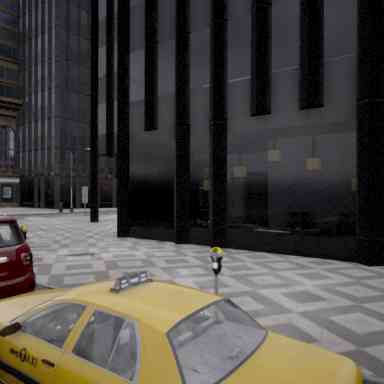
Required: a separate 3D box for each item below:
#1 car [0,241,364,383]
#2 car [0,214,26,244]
[{"bbox_3d":[-0.824,1.525,3.539,4.829,1.417,1.752,0,0,35],"label":"car"},{"bbox_3d":[-5.119,1.314,6.567,5.009,1.841,2.192,0,0,35],"label":"car"}]
